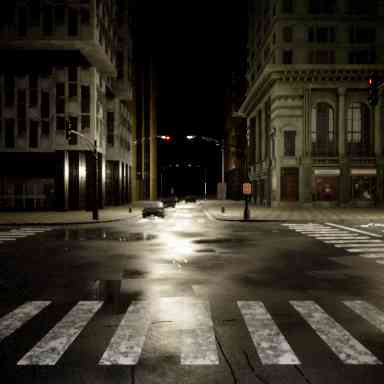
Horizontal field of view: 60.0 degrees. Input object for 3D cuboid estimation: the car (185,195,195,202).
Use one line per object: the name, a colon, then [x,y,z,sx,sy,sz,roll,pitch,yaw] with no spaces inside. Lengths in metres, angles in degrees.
car: [-0.427,1.454,73.760,1.994,1.385,4.181,0,0,0]

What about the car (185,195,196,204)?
car: [-0.253,1.453,62.954,1.812,1.442,4.674,0,0,-1]

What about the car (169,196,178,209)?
car: [-3.286,1.527,45.072,1.994,1.385,4.181,0,0,-1]

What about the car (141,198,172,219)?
car: [-3.179,1.533,29.155,2.033,1.411,5.357,0,0,0]
